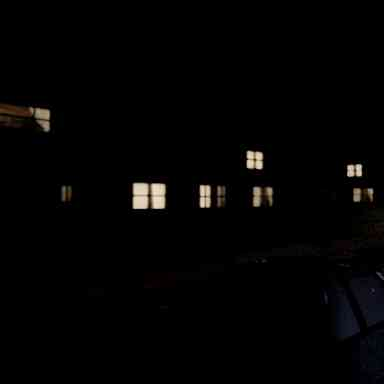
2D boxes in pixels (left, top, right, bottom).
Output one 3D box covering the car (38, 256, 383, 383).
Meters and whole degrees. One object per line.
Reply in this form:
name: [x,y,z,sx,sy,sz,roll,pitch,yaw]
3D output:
car: [1.133,1.554,3.878,5.357,1.411,2.033,0,0,-35]
